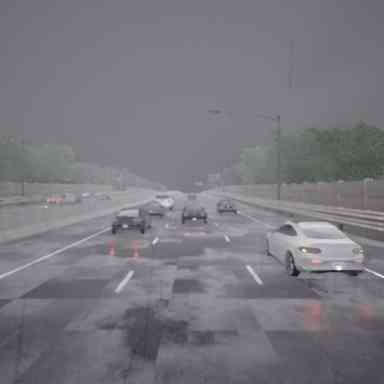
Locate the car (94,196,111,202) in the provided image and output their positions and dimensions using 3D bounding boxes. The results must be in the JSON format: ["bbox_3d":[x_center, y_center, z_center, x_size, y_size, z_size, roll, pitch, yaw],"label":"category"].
[{"bbox_3d":[-14.065,1.360,52.332,1.837,1.490,4.892,0,1,0],"label":"car"}]

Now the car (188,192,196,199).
[{"bbox_3d":[0.015,0.902,83.044,2.128,1.511,4.902,0,1,0],"label":"car"}]

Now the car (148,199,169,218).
[{"bbox_3d":[-3.495,1.614,30.739,1.994,1.385,4.181,0,0,0],"label":"car"}]

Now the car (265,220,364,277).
[{"bbox_3d":[3.603,1.617,10.466,1.812,1.442,4.674,0,0,0],"label":"car"}]

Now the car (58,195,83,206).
[{"bbox_3d":[-17.575,1.423,49.014,1.812,1.442,4.674,0,1,0],"label":"car"}]

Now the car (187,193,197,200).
[{"bbox_3d":[0.012,1.031,73.135,1.837,1.490,4.892,0,1,0],"label":"car"}]

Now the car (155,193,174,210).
[{"bbox_3d":[-3.493,1.192,41.772,2.150,2.045,5.566,0,1,0],"label":"car"}]

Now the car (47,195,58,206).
[{"bbox_3d":[-21.059,1.207,52.421,2.097,1.767,4.553,0,1,0],"label":"car"}]

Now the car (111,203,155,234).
[{"bbox_3d":[-3.496,1.611,19.736,1.812,1.442,4.674,0,0,0],"label":"car"}]

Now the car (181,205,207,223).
[{"bbox_3d":[0.126,1.671,26.257,1.895,1.301,4.718,0,0,-1],"label":"car"}]

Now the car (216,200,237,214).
[{"bbox_3d":[3.606,1.571,35.525,2.033,1.411,5.357,0,0,0],"label":"car"}]
